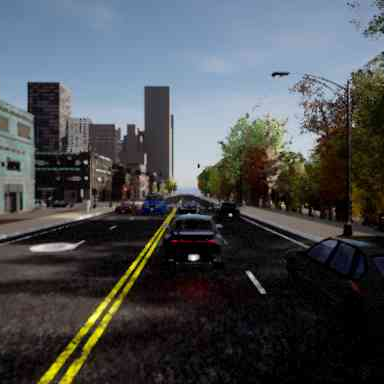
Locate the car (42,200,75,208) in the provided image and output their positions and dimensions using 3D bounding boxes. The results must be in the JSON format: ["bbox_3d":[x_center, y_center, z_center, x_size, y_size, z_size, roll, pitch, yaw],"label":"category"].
[{"bbox_3d":[-20.708,1.934,52.505,4.313,1.339,1.947,-1,1,-1],"label":"car"}]

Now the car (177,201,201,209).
[{"bbox_3d":[-0.249,1.552,28.552,2.128,1.511,4.902,0,0,-1],"label":"car"}]

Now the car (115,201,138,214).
[{"bbox_3d":[-7.048,1.679,36.138,1.895,1.301,4.718,0,0,-1],"label":"car"}]

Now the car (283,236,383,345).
[{"bbox_3d":[3.328,1.560,6.348,2.033,1.411,5.357,0,0,0],"label":"car"}]

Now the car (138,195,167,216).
[{"bbox_3d":[-3.770,1.296,33.822,2.150,2.045,5.566,0,0,-1],"label":"car"}]

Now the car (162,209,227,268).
[{"bbox_3d":[0.017,1.528,11.387,1.837,1.490,4.892,0,0,-1],"label":"car"}]

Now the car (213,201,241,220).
[{"bbox_3d":[3.000,1.565,28.662,1.837,1.490,4.892,0,0,-1],"label":"car"}]

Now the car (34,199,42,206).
[{"bbox_3d":[-29.182,1.950,60.876,4.403,1.369,2.008,-1,1,-1],"label":"car"}]
